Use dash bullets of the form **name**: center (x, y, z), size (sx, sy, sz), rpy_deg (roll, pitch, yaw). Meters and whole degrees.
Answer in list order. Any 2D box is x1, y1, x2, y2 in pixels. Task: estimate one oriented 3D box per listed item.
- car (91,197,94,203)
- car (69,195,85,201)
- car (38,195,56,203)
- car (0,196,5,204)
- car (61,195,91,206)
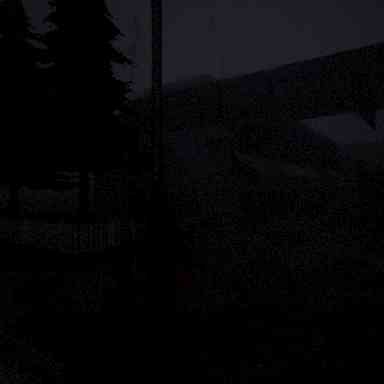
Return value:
- **car**: center (-17.404, 1.162, 55.500), size (3.866, 1.878, 1.905), rpy_deg (0, 0, 36)
- **car**: center (-28.965, 1.495, 83.569), size (3.806, 1.475, 1.970), rpy_deg (0, 0, 36)
- **car**: center (-29.990, 1.419, 68.957), size (4.514, 1.523, 2.007), rpy_deg (0, 0, 36)
- **car**: center (-35.904, 1.444, 60.902), size (3.633, 1.501, 1.845), rpy_deg (0, 0, 36)
- **car**: center (-18.780, 1.183, 52.908), size (4.605, 1.855, 1.932), rpy_deg (0, 0, 36)
